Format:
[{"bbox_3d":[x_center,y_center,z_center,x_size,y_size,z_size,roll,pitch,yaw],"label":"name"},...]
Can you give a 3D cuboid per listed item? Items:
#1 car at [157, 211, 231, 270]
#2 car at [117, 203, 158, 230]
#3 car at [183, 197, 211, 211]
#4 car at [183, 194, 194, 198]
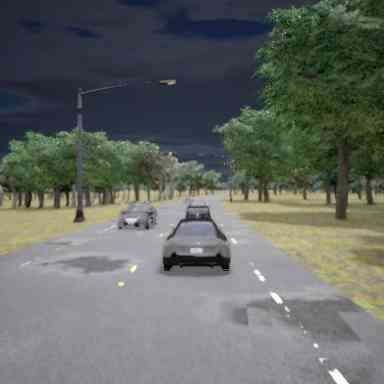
[{"bbox_3d":[0.159,1.535,10.920,1.994,1.385,4.181,0,0,1],"label":"car"},{"bbox_3d":[-3.243,1.439,20.589,2.128,1.511,4.902,0,0,2],"label":"car"},{"bbox_3d":[0.506,1.427,26.638,2.128,1.511,4.902,0,0,2],"label":"car"},{"bbox_3d":[-0.746,1.253,69.730,2.097,1.767,4.553,0,0,4],"label":"car"}]
